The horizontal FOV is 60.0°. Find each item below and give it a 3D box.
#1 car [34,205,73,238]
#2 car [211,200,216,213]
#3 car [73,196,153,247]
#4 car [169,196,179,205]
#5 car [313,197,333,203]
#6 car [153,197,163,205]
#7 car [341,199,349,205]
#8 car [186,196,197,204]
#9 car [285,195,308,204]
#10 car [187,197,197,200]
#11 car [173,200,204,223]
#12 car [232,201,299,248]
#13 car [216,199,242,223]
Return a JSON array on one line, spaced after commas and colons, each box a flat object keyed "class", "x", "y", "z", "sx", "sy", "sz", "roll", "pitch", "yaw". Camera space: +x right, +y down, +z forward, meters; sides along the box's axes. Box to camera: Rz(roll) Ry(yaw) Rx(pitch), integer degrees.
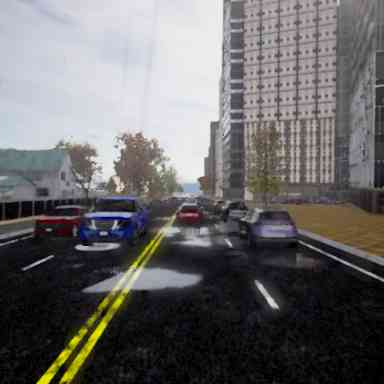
[{"class": "car", "x": -6.606, "y": 1.475, "z": 17.836, "sx": 1.882, "sy": 1.535, "sz": 5.008, "roll": 0, "pitch": 0, "yaw": 0}, {"class": "car", "x": 3.237, "y": 1.528, "z": 36.872, "sx": 1.812, "sy": 1.442, "sz": 4.674, "roll": 0, "pitch": 0, "yaw": 0}, {"class": "car", "x": -3.356, "y": 1.218, "z": 15.385, "sx": 2.150, "sy": 2.045, "sz": 5.566, "roll": 0, "pitch": 0, "yaw": 0}, {"class": "car", "x": -3.273, "y": 1.559, "z": 61.219, "sx": 1.837, "sy": 1.490, "sz": 4.892, "roll": 0, "pitch": 0, "yaw": 0}, {"class": "car", "x": 31.019, "y": 1.771, "z": 78.692, "sx": 4.403, "sy": 1.369, "sz": 2.008, "roll": 0, "pitch": 2, "yaw": 20}, {"class": "car", "x": -6.522, "y": 1.636, "z": 61.246, "sx": 1.994, "sy": 1.385, "sz": 4.181, "roll": 0, "pitch": 0, "yaw": 0}, {"class": "car", "x": 33.634, "y": 2.005, "z": 69.346, "sx": 4.507, "sy": 1.381, "sz": 1.887, "roll": 0, "pitch": 2, "yaw": 20}, {"class": "car", "x": -0.023, "y": 1.577, "z": 64.009, "sx": 2.033, "sy": 1.411, "sz": 5.357, "roll": 0, "pitch": 0, "yaw": 0}, {"class": "car", "x": 22.987, "y": 1.689, "z": 73.235, "sx": 5.009, "sy": 1.841, "sz": 2.192, "roll": 0, "pitch": 2, "yaw": 20}, {"class": "car", "x": 0.049, "y": 1.617, "z": 54.046, "sx": 1.895, "sy": 1.301, "sz": 4.718, "roll": 0, "pitch": 0, "yaw": 0}, {"class": "car", "x": -0.135, "y": 1.562, "z": 25.210, "sx": 1.994, "sy": 1.385, "sz": 4.181, "roll": 0, "pitch": 0, "yaw": 1}, {"class": "car", "x": 3.245, "y": 1.428, "z": 14.864, "sx": 2.033, "sy": 1.649, "sz": 4.856, "roll": 0, "pitch": 0, "yaw": 0}, {"class": "car", "x": 3.240, "y": 1.430, "z": 25.868, "sx": 2.033, "sy": 1.649, "sz": 4.856, "roll": 0, "pitch": 0, "yaw": 0}]
